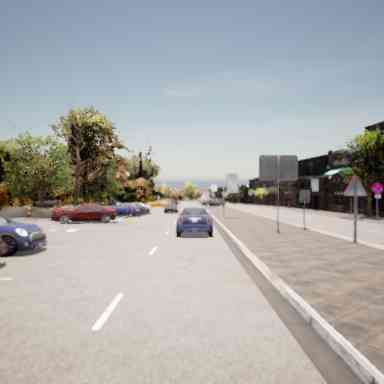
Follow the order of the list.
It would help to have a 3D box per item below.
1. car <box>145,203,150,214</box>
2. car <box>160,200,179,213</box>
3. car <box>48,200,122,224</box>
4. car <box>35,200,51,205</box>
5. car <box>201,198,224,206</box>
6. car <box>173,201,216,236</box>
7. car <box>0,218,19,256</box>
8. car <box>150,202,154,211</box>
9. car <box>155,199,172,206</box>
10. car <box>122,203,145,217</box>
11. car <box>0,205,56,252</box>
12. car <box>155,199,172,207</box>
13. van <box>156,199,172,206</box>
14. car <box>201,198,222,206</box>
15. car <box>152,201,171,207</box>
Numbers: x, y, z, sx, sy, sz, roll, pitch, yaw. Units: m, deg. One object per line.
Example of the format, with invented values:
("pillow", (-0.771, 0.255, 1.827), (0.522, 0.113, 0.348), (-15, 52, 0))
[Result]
("car", (-8.109, 2.136, 41.115), (4.892, 1.521, 2.231), (0, -1, 0))
("car", (-2.975, 2.321, 48.165), (2.033, 1.411, 5.357), (0, -1, 1))
("car", (-8.575, 1.707, 26.695), (5.008, 1.535, 1.882), (2, 0, -24))
("car", (-25.876, 2.169, 61.011), (5.357, 1.411, 2.033), (1, 2, 0))
("car", (5.273, 2.778, 78.676), (4.892, 1.521, 2.231), (0, -1, 0))
("car", (0.162, 1.672, 20.678), (2.097, 1.767, 4.553), (0, -1, 0))
("car", (-8.319, 1.667, 10.337), (4.674, 1.452, 2.002), (0, -1, 0))
("car", (-8.094, 2.189, 44.388), (5.008, 1.535, 2.097), (0, -1, 0))
("car", (-7.696, 2.902, 89.939), (4.553, 1.767, 2.185), (0, -1, 0))
("car", (-8.137, 2.121, 37.839), (4.674, 1.452, 2.002), (0, -1, 0))
("car", (-8.366, 1.552, 13.510), (4.553, 1.767, 2.185), (0, -1, 0))
("car", (-7.829, 2.720, 76.016), (5.008, 1.535, 2.097), (0, -1, 0))
("van", (-7.824, 2.871, 92.722), (4.442, 1.987, 1.878), (0, -1, 0))
("car", (5.324, 2.780, 89.889), (5.566, 2.045, 2.435), (0, -1, 0))
("car", (-7.771, 2.935, 84.369), (4.674, 1.452, 2.002), (0, -1, 0))
